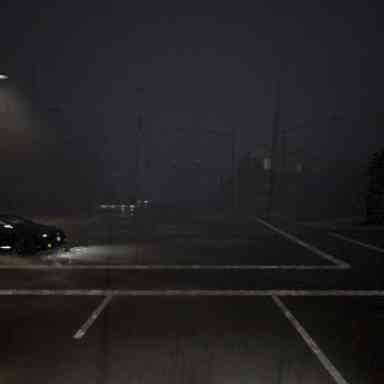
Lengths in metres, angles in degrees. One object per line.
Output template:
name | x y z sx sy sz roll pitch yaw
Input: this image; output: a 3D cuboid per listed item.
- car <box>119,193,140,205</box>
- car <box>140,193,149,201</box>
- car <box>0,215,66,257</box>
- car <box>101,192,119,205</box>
car | -10.575 1.425 56.222 1.812 1.442 4.674 0 1 0
car | -10.513 1.086 72.054 1.837 1.490 4.892 0 1 0
car | -6.975 1.564 12.429 4.181 1.385 1.994 0 0 0
car | -14.059 1.091 57.526 2.150 2.045 5.566 0 1 1
